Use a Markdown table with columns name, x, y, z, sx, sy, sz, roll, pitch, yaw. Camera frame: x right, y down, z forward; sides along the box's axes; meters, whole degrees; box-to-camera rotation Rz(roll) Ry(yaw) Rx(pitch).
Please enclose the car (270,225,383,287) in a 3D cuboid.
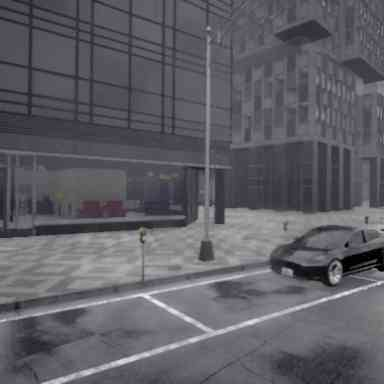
| name | x | y | z | sx | sy | sz | roll | pitch | yaw |
| --- | --- | --- | --- | --- | --- | --- | --- | --- | --- |
| car | 4.175 | 1.653 | 9.623 | 4.313 | 1.339 | 1.947 | 1 | 0 | -35 |
